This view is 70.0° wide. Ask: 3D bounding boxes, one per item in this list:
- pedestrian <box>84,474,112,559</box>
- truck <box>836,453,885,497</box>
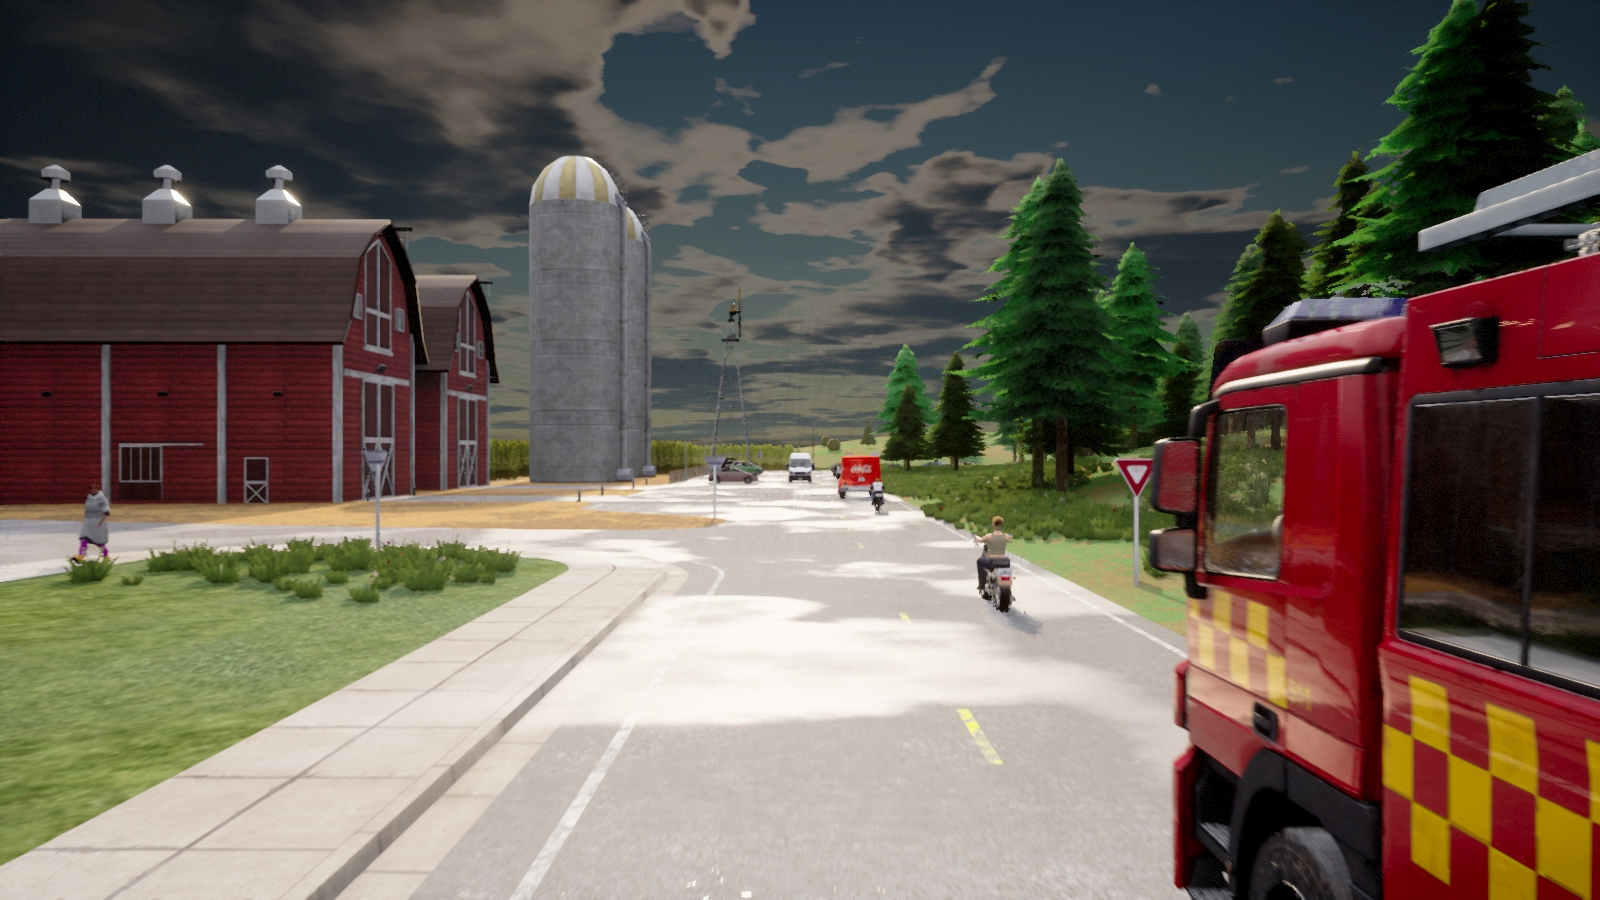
[{"bbox_3d":[-15.519,1.470,25.277,0.375,1.860,0.375,0,0,6],"label":"pedestrian"},{"bbox_3d":[3.517,1.428,67.779,2.627,2.467,5.204,0,0,0],"label":"truck"}]
